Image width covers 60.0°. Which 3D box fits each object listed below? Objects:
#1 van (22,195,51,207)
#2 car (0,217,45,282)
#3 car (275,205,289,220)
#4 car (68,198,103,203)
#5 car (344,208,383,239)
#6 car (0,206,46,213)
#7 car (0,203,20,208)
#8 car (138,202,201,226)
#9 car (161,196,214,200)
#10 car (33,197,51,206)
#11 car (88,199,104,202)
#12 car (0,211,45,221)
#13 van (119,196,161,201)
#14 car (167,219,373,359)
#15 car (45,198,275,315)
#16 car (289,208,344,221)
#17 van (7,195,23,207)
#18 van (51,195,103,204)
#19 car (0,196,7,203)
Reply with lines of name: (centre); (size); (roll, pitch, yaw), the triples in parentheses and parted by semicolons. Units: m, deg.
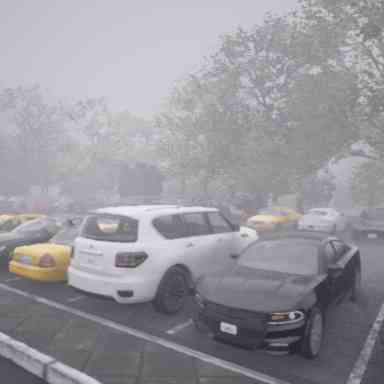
van: (-14.944, 1.366, 35.115); (1.878, 1.987, 4.442); (0, 0, 36)
car: (-2.424, 1.570, 9.961); (1.946, 1.575, 5.366); (0, 0, 36)
car: (5.053, 1.563, 20.238); (1.946, 1.575, 5.366); (0, 0, 36)
car: (-8.270, 1.577, 30.165); (2.163, 1.488, 4.792); (0, 0, 36)
car: (9.629, 1.608, 17.111); (2.163, 1.488, 4.792); (0, 0, 36)
car: (-7.136, 1.557, 12.920); (1.946, 1.575, 5.366); (0, 0, 36)
car: (-11.729, 1.547, 16.251); (1.946, 1.575, 5.366); (0, 0, 36)
car: (-1.581, 1.576, 25.243); (2.163, 1.488, 4.792); (0, 0, 36)
car: (0.695, 1.302, 23.663); (2.435, 2.045, 5.566); (0, 0, 36)
car: (-12.766, 1.574, 33.398); (2.097, 1.535, 5.008); (0, 0, 36)
car: (-6.133, 1.572, 28.616); (2.163, 1.488, 4.792); (0, 0, 36)
car: (-4.777, 1.568, 11.446); (2.231, 1.521, 4.892); (0, 0, 36)
van: (-3.838, 1.317, 27.060); (1.878, 1.987, 4.442); (0, 0, 36)
car: (1.965, 1.585, 6.555); (2.097, 1.535, 5.008); (0, 0, 36)
car: (-0.268, 1.328, 8.203); (2.435, 2.045, 5.566); (0, 0, 36)
car: (7.402, 1.612, 18.759); (2.002, 1.452, 4.674); (0, 0, 36)
van: (-17.324, 1.384, 36.552); (1.878, 1.987, 4.442); (0, 0, 36)
van: (-10.579, 1.334, 31.671); (1.878, 1.987, 4.442); (0, 0, 36)
car: (-19.514, 1.377, 38.250); (2.435, 2.045, 5.566); (0, 0, 36)
